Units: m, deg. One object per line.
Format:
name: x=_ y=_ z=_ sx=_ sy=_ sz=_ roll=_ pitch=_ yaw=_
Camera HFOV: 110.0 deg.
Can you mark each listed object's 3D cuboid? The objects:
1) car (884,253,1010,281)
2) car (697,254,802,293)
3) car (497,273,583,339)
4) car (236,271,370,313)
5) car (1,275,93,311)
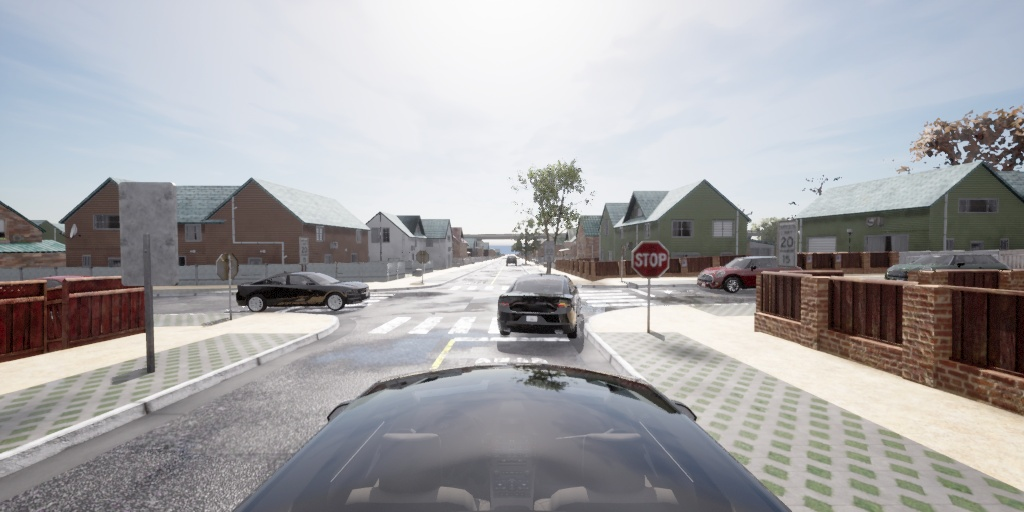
car: x=21.683 y=0.645 z=17.976 sx=4.553 sy=1.767 sz=2.097 roll=-1 pitch=2 yaw=0
car: x=11.788 y=0.820 z=17.893 sx=4.553 sy=1.767 sz=2.097 roll=-1 pitch=2 yaw=0
car: x=0.948 y=1.224 z=10.270 sx=1.882 sy=1.535 sz=5.008 roll=0 pitch=0 yaw=12
car: x=-8.484 y=1.376 z=14.786 sx=5.008 sy=1.535 sz=1.882 roll=-1 pitch=2 yaw=0
car: x=-18.036 y=1.546 z=14.712 sx=5.008 sy=1.535 sz=1.882 roll=-1 pitch=2 yaw=0
